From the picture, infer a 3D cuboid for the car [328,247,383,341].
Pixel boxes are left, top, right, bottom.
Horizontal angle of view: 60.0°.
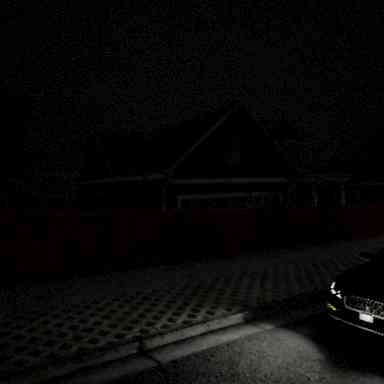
[{"bbox_3d":[4.496,1.536,6.021,4.892,1.490,1.837,0,0,-33],"label":"car"}]
